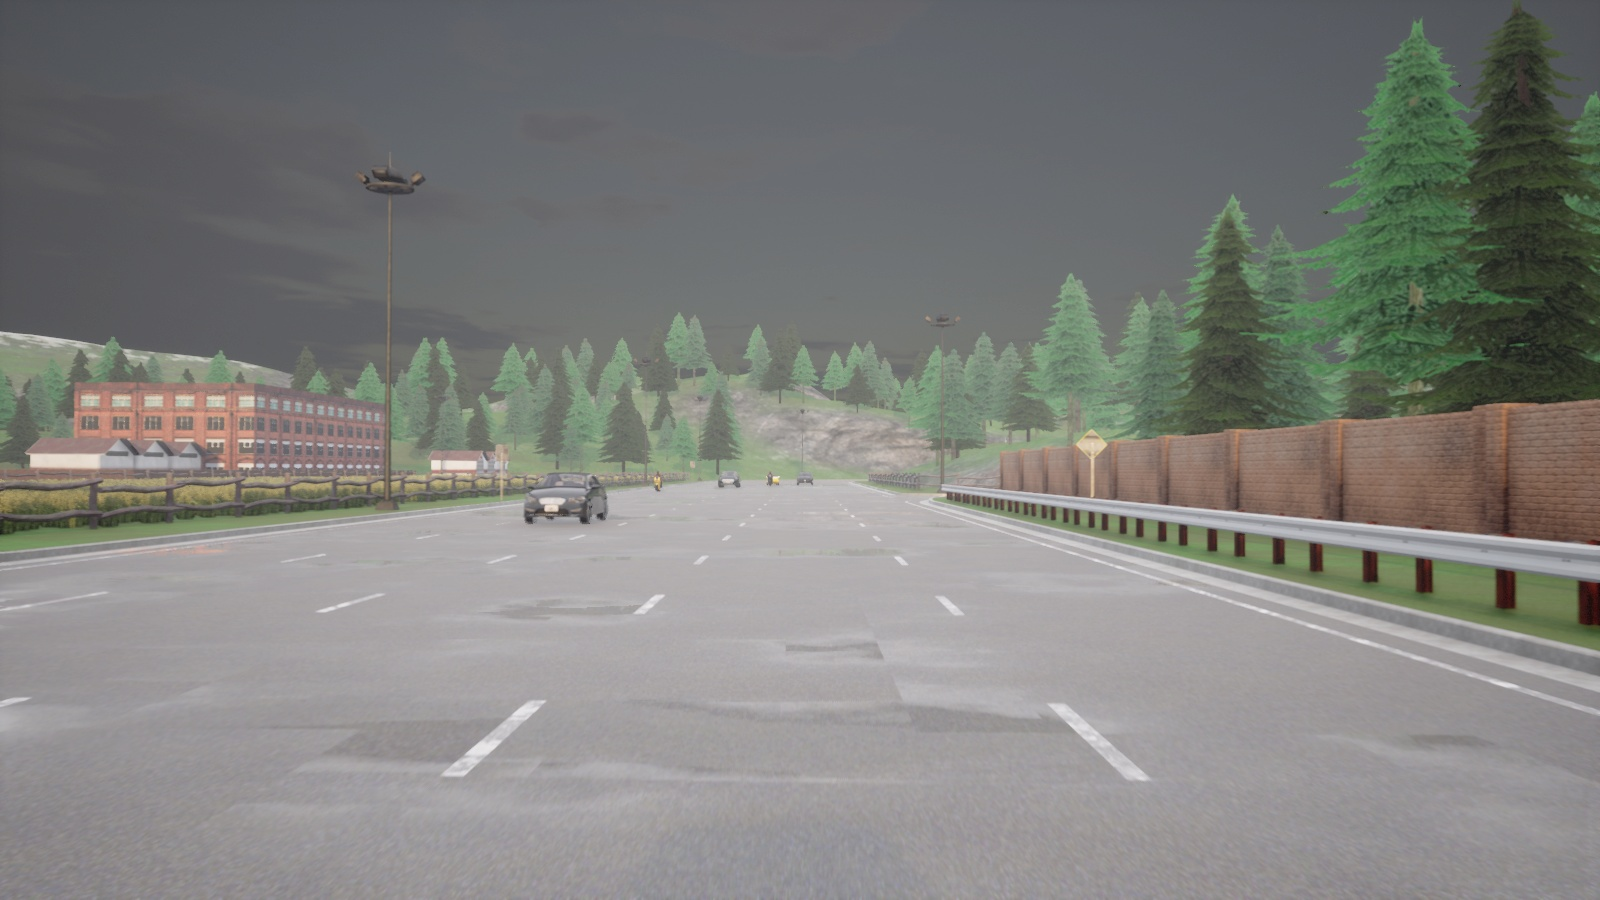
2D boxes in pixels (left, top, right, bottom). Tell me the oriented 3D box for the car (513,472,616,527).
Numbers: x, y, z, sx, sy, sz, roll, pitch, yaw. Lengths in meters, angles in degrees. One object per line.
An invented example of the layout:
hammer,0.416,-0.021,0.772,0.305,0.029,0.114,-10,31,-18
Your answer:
car,-6.917,1.431,37.349,2.128,1.511,4.902,0,-1,0
